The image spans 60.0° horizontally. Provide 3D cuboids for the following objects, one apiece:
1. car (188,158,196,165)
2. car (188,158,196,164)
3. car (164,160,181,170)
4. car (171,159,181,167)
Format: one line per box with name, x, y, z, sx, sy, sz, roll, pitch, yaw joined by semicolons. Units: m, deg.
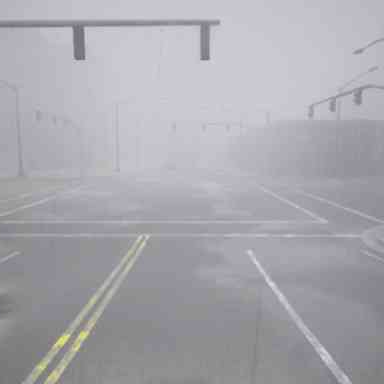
car;0.011;-6.988;77.606;1.994;1.385;4.181;0;7;0
car;0.012;-8.242;87.379;2.033;1.411;5.357;0;7;0
car;-3.542;-4.662;56.931;2.097;1.767;4.553;0;7;1
car;-3.490;-6.309;72.094;1.994;1.385;4.181;0;7;0
